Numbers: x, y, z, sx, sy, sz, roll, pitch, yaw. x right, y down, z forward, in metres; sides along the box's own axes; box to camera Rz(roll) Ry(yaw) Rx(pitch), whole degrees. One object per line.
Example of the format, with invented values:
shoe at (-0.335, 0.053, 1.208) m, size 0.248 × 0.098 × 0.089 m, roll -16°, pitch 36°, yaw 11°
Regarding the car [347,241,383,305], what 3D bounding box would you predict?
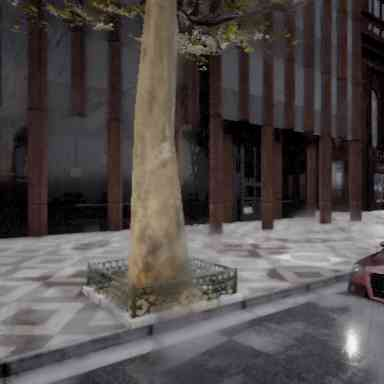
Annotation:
car at (5.157, 1.555, 7.019) m, size 4.181 × 1.385 × 1.994 m, roll 0°, pitch 0°, yaw -35°
